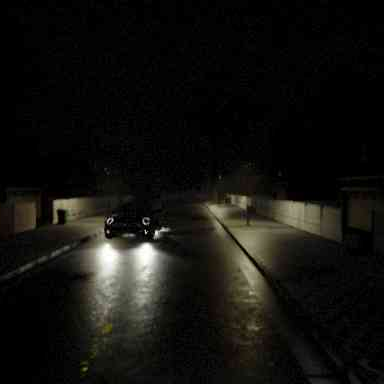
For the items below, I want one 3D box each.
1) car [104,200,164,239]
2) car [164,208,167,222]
[{"bbox_3d":[-2.761,1.245,16.297,2.097,1.767,4.553,0,0,0],"label":"car"},{"bbox_3d":[-2.768,1.406,22.102,1.994,1.385,4.181,0,0,0],"label":"car"}]
